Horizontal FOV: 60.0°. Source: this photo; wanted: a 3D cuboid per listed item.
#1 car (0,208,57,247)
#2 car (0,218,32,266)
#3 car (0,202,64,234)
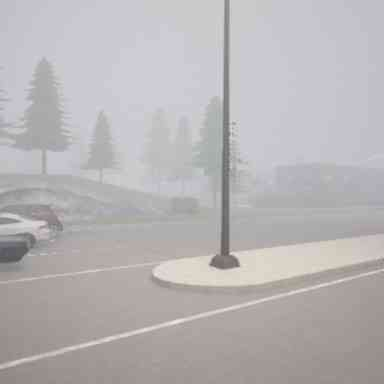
[{"bbox_3d":[-7.878,1.512,12.565,4.674,1.442,1.812,1,0,-34],"label":"car"},{"bbox_3d":[-7.089,1.579,8.904,4.718,1.301,1.895,1,0,-33],"label":"car"},{"bbox_3d":[-8.773,1.346,16.200,4.553,1.767,2.097,1,0,-34],"label":"car"}]
